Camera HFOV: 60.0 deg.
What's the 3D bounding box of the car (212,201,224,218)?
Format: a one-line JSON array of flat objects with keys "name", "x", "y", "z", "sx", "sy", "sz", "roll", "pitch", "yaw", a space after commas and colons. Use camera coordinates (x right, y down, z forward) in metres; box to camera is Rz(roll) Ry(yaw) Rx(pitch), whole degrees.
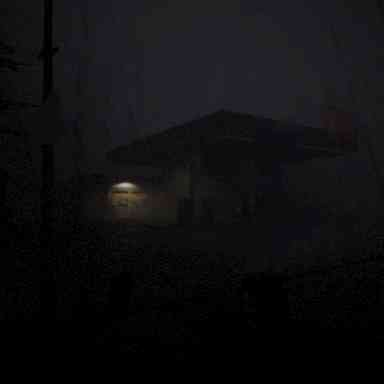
[{"name": "car", "x": 1.055, "y": 1.571, "z": 29.705, "sx": 3.633, "sy": 1.501, "sz": 1.845, "roll": 0, "pitch": 0, "yaw": -36}]
